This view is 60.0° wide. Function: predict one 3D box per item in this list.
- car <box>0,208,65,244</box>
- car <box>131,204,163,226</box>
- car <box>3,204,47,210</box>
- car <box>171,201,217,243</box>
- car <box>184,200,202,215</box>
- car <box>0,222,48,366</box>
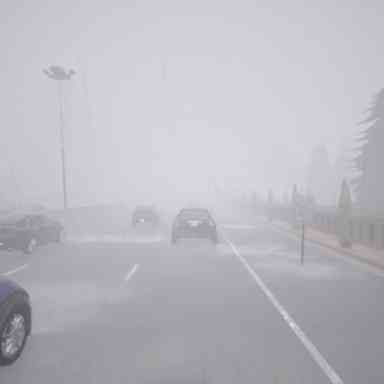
[{"bbox_3d":[-6.895,1.621,13.844,1.837,1.490,4.892,0,0,0],"label":"car"},{"bbox_3d":[-3.391,1.707,25.244,1.837,1.490,4.892,0,0,0],"label":"car"},{"bbox_3d":[-13.990,1.760,28.948,1.812,1.442,4.674,0,-1,0],"label":"car"},{"bbox_3d":[0.106,1.491,16.996,2.097,1.767,4.553,0,0,0],"label":"car"},{"bbox_3d":[0.113,1.779,38.462,1.882,1.535,5.008,0,-1,0],"label":"car"},{"bbox_3d":[-3.398,1.380,3.056,2.097,1.767,4.553,0,-1,0],"label":"car"}]
